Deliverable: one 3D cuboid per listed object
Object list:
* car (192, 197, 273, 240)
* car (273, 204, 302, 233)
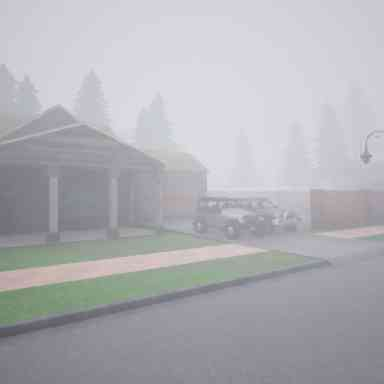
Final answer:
[{"bbox_3d":[1.664,1.176,16.079,1.905,1.878,3.866,0,0,-36],"label":"car"},{"bbox_3d":[3.474,1.174,17.866,1.932,1.855,4.605,0,0,-36],"label":"car"}]
